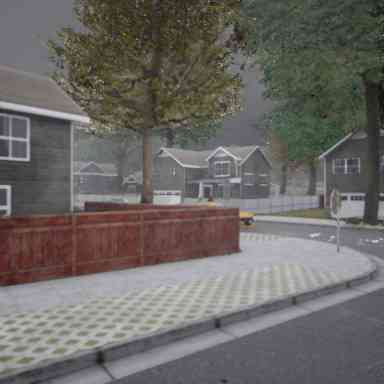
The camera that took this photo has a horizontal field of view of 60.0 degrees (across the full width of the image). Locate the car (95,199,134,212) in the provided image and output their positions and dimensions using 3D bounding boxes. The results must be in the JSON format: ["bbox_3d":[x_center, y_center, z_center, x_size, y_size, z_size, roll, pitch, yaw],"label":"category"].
[{"bbox_3d":[-6.048,1.314,27.292,4.902,1.511,2.128,1,0,43],"label":"car"}]

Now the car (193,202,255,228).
[{"bbox_3d":[1.448,1.388,20.335,5.008,1.535,1.882,1,0,43],"label":"car"}]

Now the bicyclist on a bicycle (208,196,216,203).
[{"bbox_3d":[1.618,1.175,28.170,0.582,1.620,1.656,1,1,43],"label":"bicyclist on a bicycle"}]

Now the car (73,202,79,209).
[{"bbox_3d":[-13.346,1.287,34.069,4.181,1.385,1.994,1,1,42],"label":"car"}]
